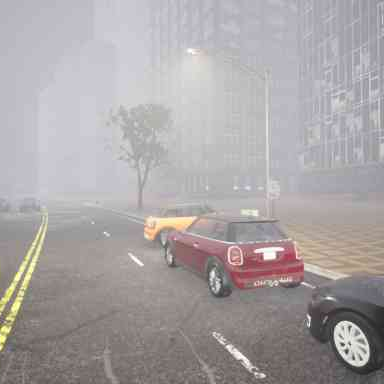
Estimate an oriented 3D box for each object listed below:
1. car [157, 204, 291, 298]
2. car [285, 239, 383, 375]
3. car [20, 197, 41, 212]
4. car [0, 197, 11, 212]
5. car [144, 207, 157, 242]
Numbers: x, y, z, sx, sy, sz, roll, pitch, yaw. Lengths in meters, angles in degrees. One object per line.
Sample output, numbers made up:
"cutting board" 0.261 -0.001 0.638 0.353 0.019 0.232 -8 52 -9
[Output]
"car" 0.812 1.355 8.925 2.097 1.767 4.553 0 0 -23
"car" 3.584 1.505 3.473 1.837 1.490 4.892 0 0 -36
"car" -19.109 1.392 39.331 2.097 1.767 4.553 0 0 -24
"car" -22.069 1.389 37.989 2.097 1.767 4.553 0 0 -24
"car" 0.227 1.277 14.625 4.553 1.767 2.097 -3 1 -18
